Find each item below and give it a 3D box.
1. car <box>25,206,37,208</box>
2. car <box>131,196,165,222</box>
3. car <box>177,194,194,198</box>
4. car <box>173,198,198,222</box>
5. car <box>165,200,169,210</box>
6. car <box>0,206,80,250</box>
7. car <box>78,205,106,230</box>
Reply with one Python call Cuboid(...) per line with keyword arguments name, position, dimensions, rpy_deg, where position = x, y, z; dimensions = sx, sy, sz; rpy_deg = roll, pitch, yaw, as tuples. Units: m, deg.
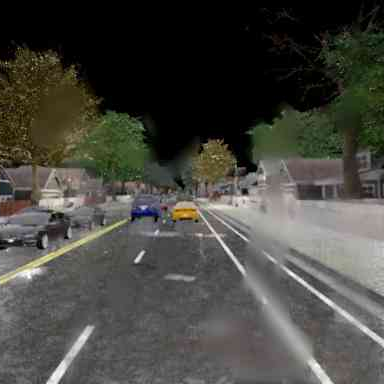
Cuboid(name="car", position=(-10.211, 1.670, 21.705), dimensions=(2.128, 1.511, 4.902), rpy_deg=(-1, 0, -1))
Cuboid(name="car", position=(-3.755, 1.317, 27.908), dimensions=(2.150, 2.045, 5.566), rpy_deg=(-1, 0, -1))
Cuboid(name="car", position=(-0.929, 1.309, 45.348), dimensions=(2.150, 2.045, 5.566), rpy_deg=(-1, 0, -1))
Cuboid(name="car", position=(-0.521, 1.530, 26.669), dimensions=(1.882, 1.535, 5.008), rpy_deg=(-1, 0, -1))
Cuboid(name="car", position=(-4.134, 1.687, 44.412), dimensions=(1.994, 1.385, 4.181), rpy_deg=(-1, 0, -1))
Cuboid(name="car", position=(-6.894, 1.611, 15.016), dimensions=(1.837, 1.490, 4.892), rpy_deg=(-1, 0, -1))
Cuboid(name="car", position=(-6.962, 1.673, 21.780), dimensions=(1.837, 1.490, 4.892), rpy_deg=(-1, 0, -1))
